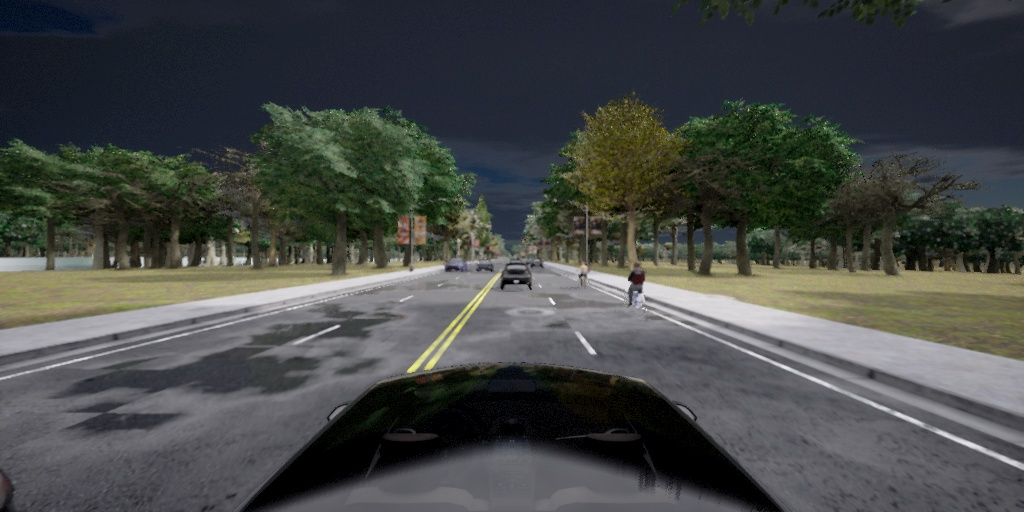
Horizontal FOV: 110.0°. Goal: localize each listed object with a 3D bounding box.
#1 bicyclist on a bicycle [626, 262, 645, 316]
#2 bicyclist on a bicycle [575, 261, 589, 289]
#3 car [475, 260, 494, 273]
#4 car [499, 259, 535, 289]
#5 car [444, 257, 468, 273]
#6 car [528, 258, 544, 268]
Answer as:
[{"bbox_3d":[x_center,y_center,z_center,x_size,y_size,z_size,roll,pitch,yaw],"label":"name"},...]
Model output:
[{"bbox_3d":[4.221,1.097,12.333,0.659,1.776,1.843,0,0,0],"label":"bicyclist on a bicycle"},{"bbox_3d":[4.283,1.128,21.596,0.866,1.612,1.509,0,0,1],"label":"bicyclist on a bicycle"},{"bbox_3d":[-3.024,1.144,40.965,2.033,1.411,5.357,0,0,1],"label":"car"},{"bbox_3d":[0.262,1.176,22.528,1.837,1.490,4.892,0,0,0],"label":"car"},{"bbox_3d":[-6.271,0.936,40.689,2.097,1.767,4.553,0,0,1],"label":"car"},{"bbox_3d":[3.803,1.116,55.456,1.812,1.442,4.674,0,0,1],"label":"car"}]
